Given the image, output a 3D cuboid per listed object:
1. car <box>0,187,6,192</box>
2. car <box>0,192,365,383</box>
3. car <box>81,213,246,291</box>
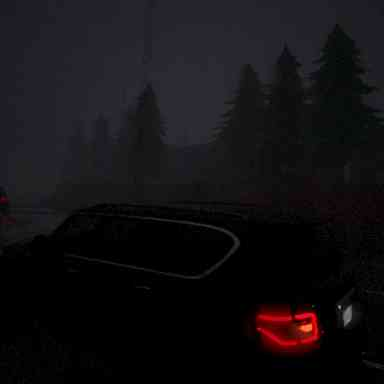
[{"bbox_3d":[-14.869,0.602,24.323,2.150,2.045,5.566,0,1,-37],"label":"car"},{"bbox_3d":[-0.686,1.149,4.698,5.566,2.045,2.150,2,1,38],"label":"car"},{"bbox_3d":[-1.014,1.459,9.487,4.718,1.301,1.895,2,1,40],"label":"car"}]
